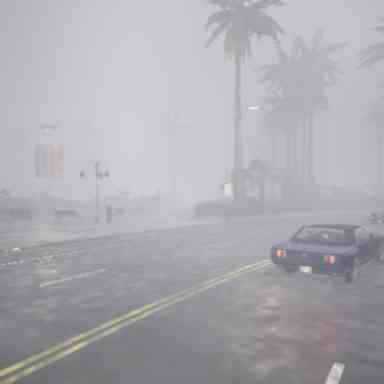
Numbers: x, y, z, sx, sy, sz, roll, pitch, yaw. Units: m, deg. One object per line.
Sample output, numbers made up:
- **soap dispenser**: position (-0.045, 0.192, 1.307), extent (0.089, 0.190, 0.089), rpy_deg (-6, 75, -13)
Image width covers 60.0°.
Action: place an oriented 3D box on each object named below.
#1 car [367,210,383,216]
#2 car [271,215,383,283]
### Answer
- **car**: position (13.403, 1.466, 21.350), extent (4.718, 1.301, 1.895), rpy_deg (-1, 0, -27)
- **car**: position (4.225, 1.572, 9.747), extent (1.895, 1.301, 4.718), rpy_deg (-1, 0, 41)
